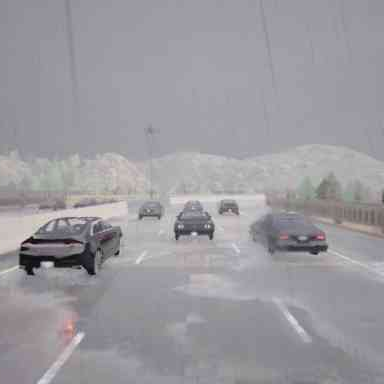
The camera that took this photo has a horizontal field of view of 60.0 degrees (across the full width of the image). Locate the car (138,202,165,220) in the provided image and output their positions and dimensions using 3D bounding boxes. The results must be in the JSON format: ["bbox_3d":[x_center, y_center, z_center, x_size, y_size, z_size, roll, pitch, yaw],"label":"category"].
[{"bbox_3d":[-3.397,1.549,28.526,2.033,1.411,5.357,0,0,0],"label":"car"}]

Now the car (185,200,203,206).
[{"bbox_3d":[0.170,1.565,34.764,1.994,1.385,4.181,0,0,1],"label":"car"}]

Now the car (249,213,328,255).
[{"bbox_3d":[3.601,1.548,13.318,2.033,1.411,5.357,0,0,0],"label":"car"}]

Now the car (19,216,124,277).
[{"bbox_3d":[-3.399,1.492,10.250,2.128,1.511,4.902,0,0,0],"label":"car"}]

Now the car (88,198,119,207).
[{"bbox_3d":[-10.293,1.549,40.230,2.033,1.411,5.357,0,0,3],"label":"car"}]

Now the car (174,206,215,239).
[{"bbox_3d":[0.102,1.602,17.314,1.895,1.301,4.718,0,0,0],"label":"car"}]

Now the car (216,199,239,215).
[{"bbox_3d":[3.649,1.506,34.061,1.837,1.490,4.892,0,0,1],"label":"car"}]

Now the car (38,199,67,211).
[{"bbox_3d":[-17.157,1.566,41.107,1.994,1.385,4.181,0,0,4],"label":"car"}]

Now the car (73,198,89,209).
[{"bbox_3d":[-13.559,1.550,43.316,2.033,1.411,5.357,0,0,5],"label":"car"}]
